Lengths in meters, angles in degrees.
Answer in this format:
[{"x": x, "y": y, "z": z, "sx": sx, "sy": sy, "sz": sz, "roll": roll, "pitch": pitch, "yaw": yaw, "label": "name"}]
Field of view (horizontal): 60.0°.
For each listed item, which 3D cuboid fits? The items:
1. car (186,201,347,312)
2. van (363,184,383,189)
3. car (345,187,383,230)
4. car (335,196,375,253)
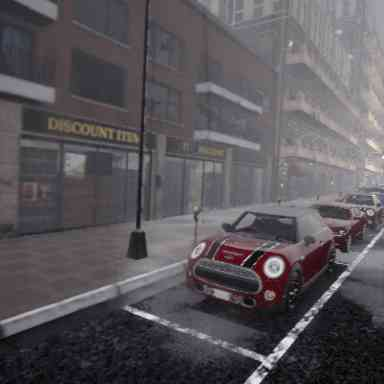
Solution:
[{"x": 1.652, "y": 1.074, "z": 6.945, "sx": 1.967, "sy": 1.590, "sz": 4.097, "roll": 6, "pitch": 5, "yaw": 35, "label": "car"}, {"x": 11.210, "y": 0.531, "z": 20.558, "sx": 1.690, "sy": 1.788, "sz": 3.998, "roll": 6, "pitch": 5, "yaw": 35, "label": "van"}, {"x": 8.021, "y": 0.778, "z": 16.025, "sx": 1.967, "sy": 1.590, "sz": 4.097, "roll": 6, "pitch": 5, "yaw": 35, "label": "car"}, {"x": 4.832, "y": 1.030, "z": 11.493, "sx": 1.887, "sy": 1.381, "sz": 4.507, "roll": 6, "pitch": 5, "yaw": 35, "label": "car"}]
